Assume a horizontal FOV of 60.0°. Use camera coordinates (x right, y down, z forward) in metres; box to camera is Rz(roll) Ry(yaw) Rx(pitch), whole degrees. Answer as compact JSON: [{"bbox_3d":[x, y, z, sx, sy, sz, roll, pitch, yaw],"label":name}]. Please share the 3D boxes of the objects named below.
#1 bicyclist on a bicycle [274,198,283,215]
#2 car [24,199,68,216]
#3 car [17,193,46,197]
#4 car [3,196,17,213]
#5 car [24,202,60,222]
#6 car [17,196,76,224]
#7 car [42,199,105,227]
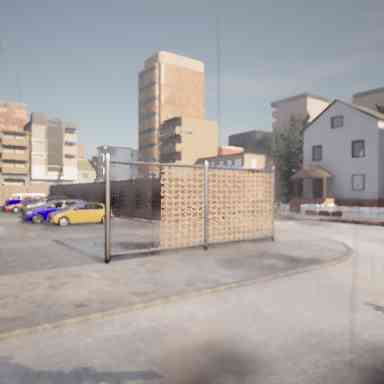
[{"bbox_3d":[8.306,1.400,32.357,1.656,1.620,0.582,0,0,-36],"label":"bicyclist on a bicycle"},{"bbox_3d":[-14.253,1.427,32.425,3.633,1.501,1.845,0,0,-36],"label":"car"},{"bbox_3d":[-12.034,1.255,27.721,3.866,1.878,1.905,0,0,-36],"label":"car"},{"bbox_3d":[-17.307,1.487,35.994,5.357,1.415,2.033,0,0,-36],"label":"car"},{"bbox_3d":[-11.482,1.462,25.460,2.207,1.379,1.481,0,0,-36],"label":"car"},{"bbox_3d":[-9.747,1.359,24.082,4.611,1.667,2.242,0,0,-36],"label":"car"},{"bbox_3d":[-7.305,1.429,21.929,4.193,1.474,1.816,0,0,-36],"label":"car"}]
